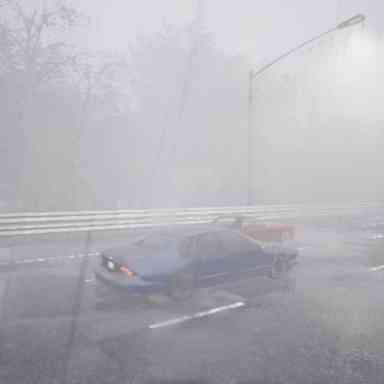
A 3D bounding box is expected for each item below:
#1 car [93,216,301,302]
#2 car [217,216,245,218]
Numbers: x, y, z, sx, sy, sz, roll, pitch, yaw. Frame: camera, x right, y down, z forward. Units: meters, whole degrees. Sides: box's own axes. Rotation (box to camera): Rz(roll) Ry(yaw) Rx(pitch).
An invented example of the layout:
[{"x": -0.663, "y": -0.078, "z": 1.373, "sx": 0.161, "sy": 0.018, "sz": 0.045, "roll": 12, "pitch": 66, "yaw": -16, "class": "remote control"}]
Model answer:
[{"x": 0.383, "y": 1.564, "z": 8.319, "sx": 5.357, "sy": 1.411, "sz": 2.033, "roll": 0, "pitch": 0, "yaw": -35, "class": "car"}, {"x": 2.215, "y": 1.634, "z": 13.918, "sx": 4.718, "sy": 1.301, "sz": 1.895, "roll": 0, "pitch": 0, "yaw": -35, "class": "car"}]
